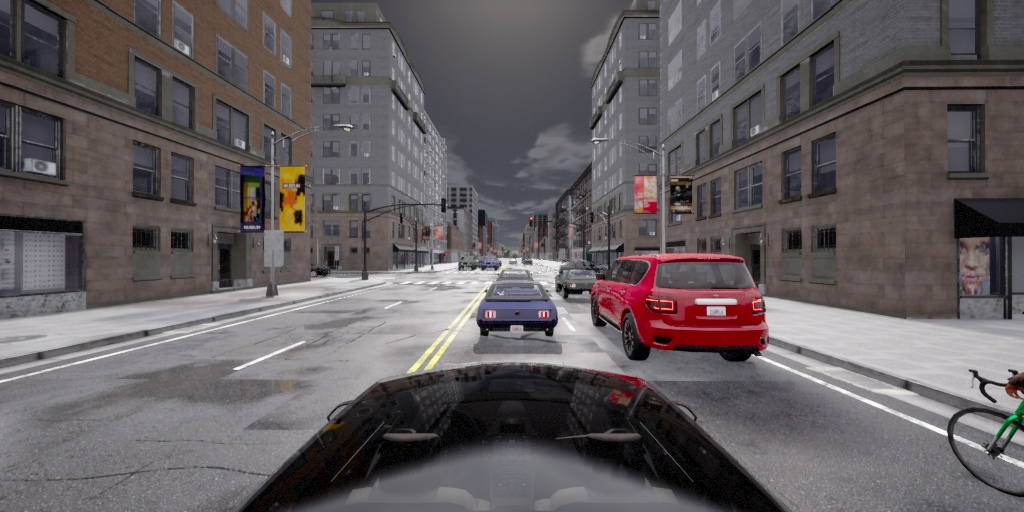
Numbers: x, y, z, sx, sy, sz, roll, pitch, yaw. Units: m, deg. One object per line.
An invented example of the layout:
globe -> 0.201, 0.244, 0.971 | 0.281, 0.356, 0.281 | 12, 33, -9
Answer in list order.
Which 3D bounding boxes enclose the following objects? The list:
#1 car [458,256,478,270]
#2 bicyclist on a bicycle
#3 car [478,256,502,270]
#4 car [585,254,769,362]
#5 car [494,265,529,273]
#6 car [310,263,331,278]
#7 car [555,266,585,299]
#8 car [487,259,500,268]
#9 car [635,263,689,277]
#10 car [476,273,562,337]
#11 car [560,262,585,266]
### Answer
car -> -6.420, 0.987, 52.032 | 2.150, 2.045, 5.566 | 0, 0, 0
bicyclist on a bicycle -> 4.148, 1.203, 2.600 | 0.582, 1.620, 1.656 | 0, 0, 0
car -> -3.145, 0.987, 51.734 | 2.150, 2.045, 5.566 | 0, 0, 2
car -> 3.345, 0.972, 8.405 | 2.150, 2.045, 5.566 | 0, 0, 2
car -> 0.157, 1.354, 19.434 | 1.895, 1.301, 4.718 | 0, 0, 0
car -> -19.755, 1.211, 33.770 | 5.008, 1.535, 1.882 | 0, 0, 1
car -> 3.303, 1.354, 18.173 | 1.895, 1.301, 4.718 | 0, 0, 0
car -> -3.121, 1.294, 61.251 | 1.812, 1.442, 4.674 | 0, 0, 1
car -> 15.177, 1.409, 36.461 | 4.718, 1.301, 1.895 | 0, 0, 0
car -> 0.127, 1.352, 10.329 | 1.895, 1.301, 4.718 | 0, 0, 0
car -> 6.853, 1.271, 33.594 | 4.892, 1.490, 1.837 | 0, 0, 1
